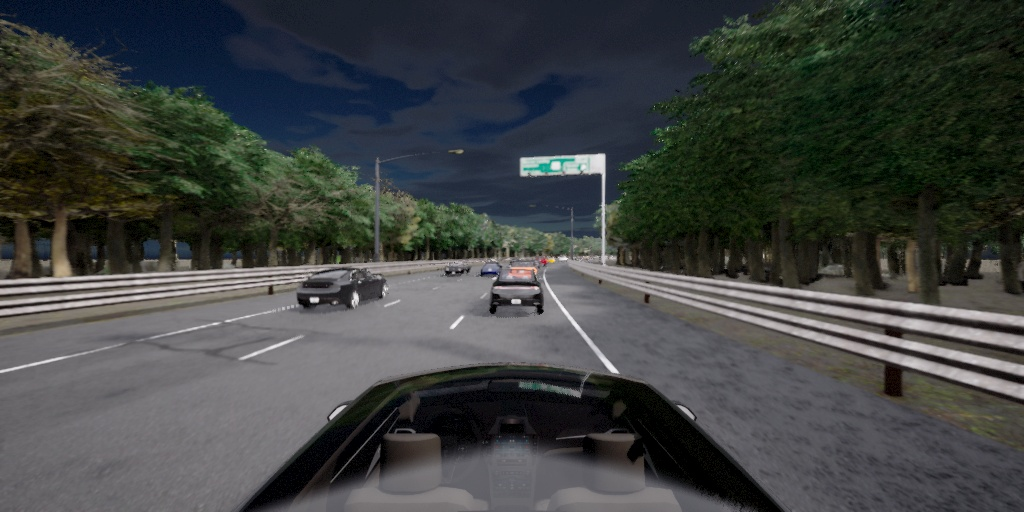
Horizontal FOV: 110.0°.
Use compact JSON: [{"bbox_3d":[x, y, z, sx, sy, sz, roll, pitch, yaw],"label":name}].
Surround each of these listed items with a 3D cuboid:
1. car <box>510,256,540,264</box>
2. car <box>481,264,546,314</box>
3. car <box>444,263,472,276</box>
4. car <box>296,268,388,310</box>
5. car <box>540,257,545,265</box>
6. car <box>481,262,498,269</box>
[{"bbox_3d":[0.825,1.100,27.005,2.097,1.767,4.553,0,0,4],"label":"car"},{"bbox_3d":[0.211,1.243,13.902,2.128,1.511,4.902,0,0,2],"label":"car"},{"bbox_3d":[-5.471,1.329,37.091,1.895,1.301,4.718,0,0,5],"label":"car"},{"bbox_3d":[-6.675,1.228,14.680,1.837,1.490,4.892,0,1,2],"label":"car"},{"bbox_3d":[3.589,1.284,56.196,2.033,1.411,5.357,0,0,7],"label":"car"},{"bbox_3d":[-1.932,1.302,36.443,1.994,1.385,4.181,0,0,5],"label":"car"}]
